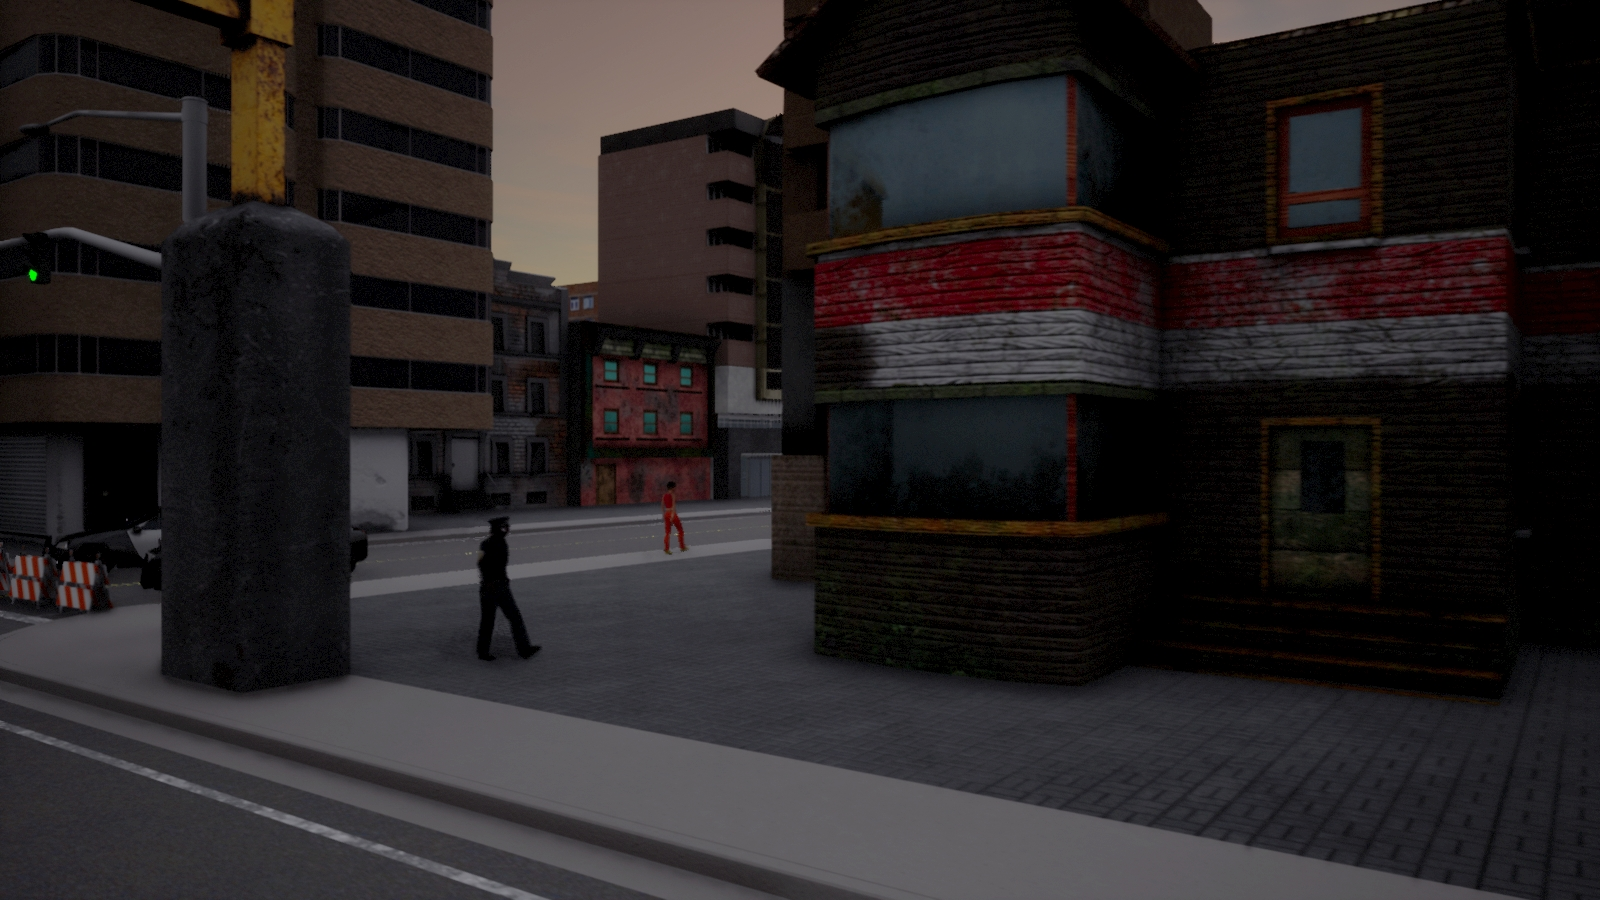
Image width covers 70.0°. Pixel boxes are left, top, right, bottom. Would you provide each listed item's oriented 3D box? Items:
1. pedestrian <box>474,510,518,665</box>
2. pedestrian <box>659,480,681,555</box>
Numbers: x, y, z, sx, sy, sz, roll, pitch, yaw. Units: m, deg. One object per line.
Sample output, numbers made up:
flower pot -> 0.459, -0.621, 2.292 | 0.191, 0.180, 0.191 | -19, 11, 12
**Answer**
pedestrian -> -3.774, 1.692, 14.206 | 0.375, 1.860, 0.375 | 0, 0, 29
pedestrian -> -3.249, 1.681, 28.578 | 0.375, 1.860, 0.375 | 0, 0, 34
